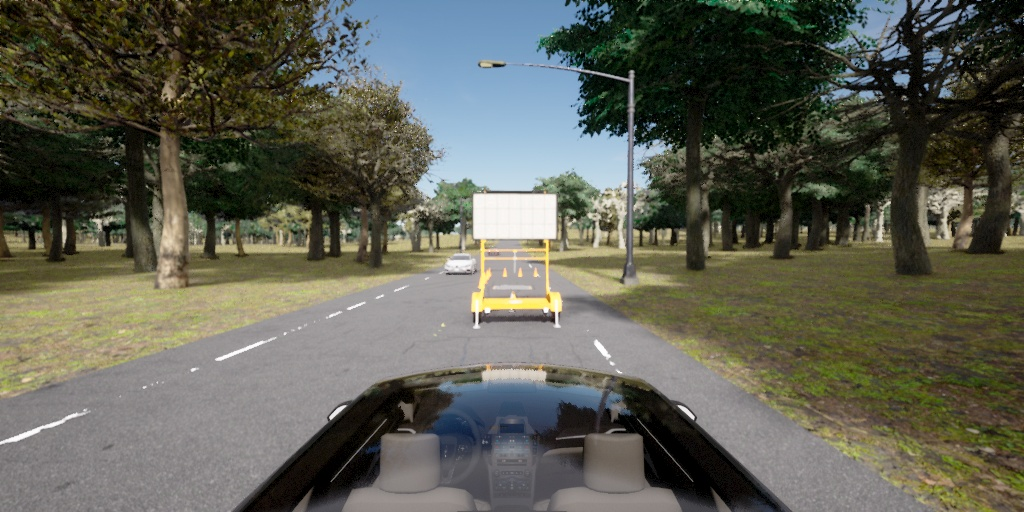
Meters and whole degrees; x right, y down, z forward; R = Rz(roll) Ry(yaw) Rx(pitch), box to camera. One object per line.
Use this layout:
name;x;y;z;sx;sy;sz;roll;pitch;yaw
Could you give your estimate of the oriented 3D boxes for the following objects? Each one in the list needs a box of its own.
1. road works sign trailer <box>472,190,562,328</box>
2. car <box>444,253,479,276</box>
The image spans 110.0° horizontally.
road works sign trailer;0.080;-0.054;10.305;2.380;3.560;2.880;0;0;-2
car;-3.566;0.545;25.567;1.812;1.442;4.674;0;2;0
